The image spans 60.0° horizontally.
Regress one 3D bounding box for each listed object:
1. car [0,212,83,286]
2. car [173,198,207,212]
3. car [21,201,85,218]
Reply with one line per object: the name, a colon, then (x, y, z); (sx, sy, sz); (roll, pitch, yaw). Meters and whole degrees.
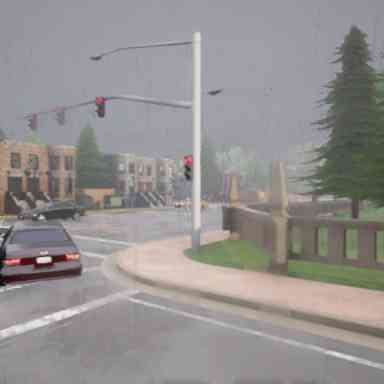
car: (-4.418, 1.535, 9.504); (2.033, 1.411, 5.357); (0, 0, -28)
car: (-0.174, 1.444, 39.008); (1.882, 1.535, 5.008); (0, 0, 36)
car: (-10.341, 1.470, 24.827); (1.837, 1.490, 4.892); (0, 1, 35)
